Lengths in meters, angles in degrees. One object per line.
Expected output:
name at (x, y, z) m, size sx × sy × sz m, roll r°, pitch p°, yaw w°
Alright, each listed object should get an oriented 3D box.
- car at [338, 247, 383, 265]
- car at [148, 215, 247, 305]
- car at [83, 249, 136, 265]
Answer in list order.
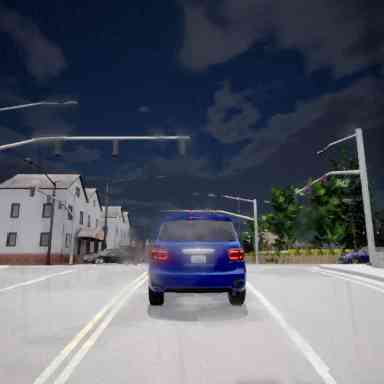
car at (15.418, 5.657, 29.597) m, size 4.553 × 1.767 × 2.097 m, roll 0°, pitch -12°, yaw 1°
car at (0.076, 1.760, 9.290) m, size 2.150 × 2.045 × 5.566 m, roll 0°, pitch -7°, yaw -1°
car at (-7.654, 6.140, 31.175) m, size 4.892 × 1.490 × 1.837 m, roll 10°, pitch -13°, yaw -39°
